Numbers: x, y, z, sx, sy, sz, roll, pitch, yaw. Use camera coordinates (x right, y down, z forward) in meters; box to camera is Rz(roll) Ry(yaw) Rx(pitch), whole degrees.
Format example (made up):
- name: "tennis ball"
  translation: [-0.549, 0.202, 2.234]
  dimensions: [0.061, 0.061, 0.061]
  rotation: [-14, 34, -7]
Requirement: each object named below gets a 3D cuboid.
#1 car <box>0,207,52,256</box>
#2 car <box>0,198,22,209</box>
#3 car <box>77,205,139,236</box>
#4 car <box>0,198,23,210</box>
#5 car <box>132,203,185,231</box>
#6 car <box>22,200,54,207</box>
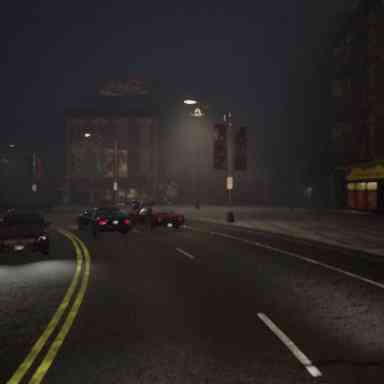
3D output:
- name: "car"
  translation: [-6.464, 1.516, 12.781]
  dimensions: [1.812, 1.442, 4.674]
  rotation: [0, 0, -24]
- name: "car"
  translation: [-19.238, 1.492, 32.686]
  dimensions: [4.892, 1.490, 1.837]
  rotation: [0, 0, 33]
- name: "car"
  translation: [-4.929, 1.518, 18.240]
  dimensions: [2.033, 1.411, 5.357]
  rotation: [0, 0, -30]
- name: "car"
  translation: [-24.336, 1.500, 42.805]
  dimensions: [4.674, 1.452, 2.002]
  rotation: [0, 0, 21]
- name: "car"
  translation: [-2.344, 1.555, 20.487]
  dimensions: [1.895, 1.301, 4.718]
  rotation: [0, 0, -30]
- name: "car"
  translation: [-19.103, 1.561, 40.467]
  dimensions: [4.718, 1.301, 1.895]
  rotation: [0, 0, 31]
